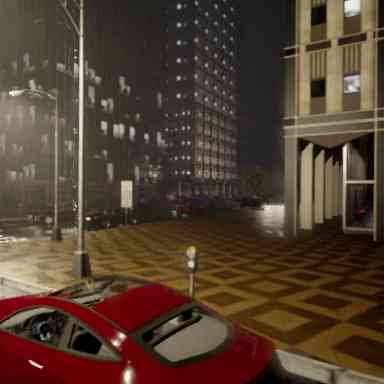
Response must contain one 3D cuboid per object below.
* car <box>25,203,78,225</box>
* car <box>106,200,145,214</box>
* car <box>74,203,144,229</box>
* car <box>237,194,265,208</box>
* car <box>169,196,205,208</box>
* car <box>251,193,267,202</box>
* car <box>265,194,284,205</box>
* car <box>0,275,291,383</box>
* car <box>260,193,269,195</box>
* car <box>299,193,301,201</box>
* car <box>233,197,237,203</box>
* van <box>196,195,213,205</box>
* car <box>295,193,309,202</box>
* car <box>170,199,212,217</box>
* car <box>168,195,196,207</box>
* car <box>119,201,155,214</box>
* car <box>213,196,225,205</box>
[{"bbox_3d":[-10.693,1.666,26.415,1.837,1.490,4.892,1,1,30],"label":"car"},{"bbox_3d":[-7.354,1.656,37.285,1.947,1.339,4.313,1,1,30],"label":"car"},{"bbox_3d":[-5.712,1.774,23.450,1.947,1.339,4.313,1,1,30],"label":"car"},{"bbox_3d":[8.506,1.518,47.867,1.967,1.590,4.097,1,1,30],"label":"car"},{"bbox_3d":[-0.589,1.595,43.759,1.812,1.442,4.674,1,1,31],"label":"car"},{"bbox_3d":[15.411,1.197,76.379,2.192,1.841,5.009,1,1,30],"label":"car"},{"bbox_3d":[14.277,1.550,57.782,1.752,1.417,4.829,1,1,30],"label":"car"},{"bbox_3d":[-1.083,1.618,3.631,4.206,1.307,1.802,-1,1,36],"label":"car"},{"bbox_3d":[14.996,1.199,64.135,2.150,2.045,5.566,1,1,29],"label":"car"},{"bbox_3d":[22.721,1.530,72.286,1.802,1.307,4.206,1,1,30],"label":"car"},{"bbox_3d":[9.718,1.479,66.608,1.887,1.381,4.507,1,1,30],"label":"car"},{"bbox_3d":[1.184,1.353,51.944,1.690,1.788,3.998,1,1,30],"label":"van"},{"bbox_3d":[25.566,1.237,77.167,2.192,1.841,5.009,1,1,30],"label":"car"},{"bbox_3d":[-0.025,1.738,33.217,1.802,1.307,4.206,1,1,30],"label":"car"},{"bbox_3d":[-1.662,1.478,47.058,1.967,1.590,4.097,1,1,30],"label":"car"},{"bbox_3d":[-5.693,1.680,35.011,1.994,1.385,4.181,1,1,30],"label":"car"},{"bbox_3d":[4.028,1.426,56.832,1.967,1.590,4.097,1,1,30],"label":"car"}]
